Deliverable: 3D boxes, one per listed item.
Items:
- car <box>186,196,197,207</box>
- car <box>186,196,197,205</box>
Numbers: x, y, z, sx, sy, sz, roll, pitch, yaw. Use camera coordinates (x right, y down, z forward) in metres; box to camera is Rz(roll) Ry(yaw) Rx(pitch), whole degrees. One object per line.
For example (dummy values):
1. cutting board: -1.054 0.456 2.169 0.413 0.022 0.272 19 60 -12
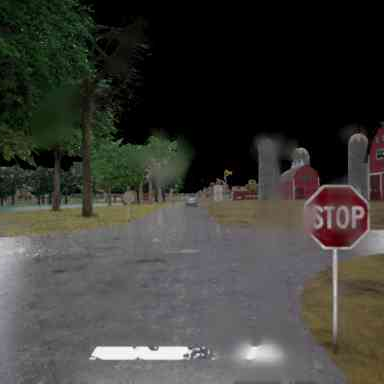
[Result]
1. car: -0.091 1.881 60.731 2.128 1.511 4.902 0 -1 0
2. car: -0.107 1.742 71.127 2.097 1.767 4.553 0 -1 0
